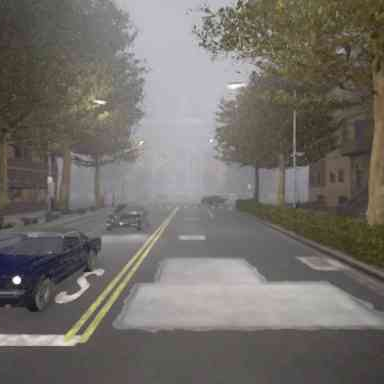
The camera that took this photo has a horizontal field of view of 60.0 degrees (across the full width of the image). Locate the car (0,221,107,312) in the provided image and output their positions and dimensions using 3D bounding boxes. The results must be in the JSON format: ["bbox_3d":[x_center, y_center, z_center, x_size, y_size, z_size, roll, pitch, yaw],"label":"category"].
[{"bbox_3d":[-3.624,1.542,7.708,1.895,1.301,4.718,0,0,1],"label":"car"}]

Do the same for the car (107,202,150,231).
[{"bbox_3d":[-3.591,1.360,19.299,1.837,1.490,4.892,0,0,0],"label":"car"}]

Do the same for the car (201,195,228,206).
[{"bbox_3d":[3.178,1.159,45.845,1.837,1.490,4.892,-1,0,38],"label":"car"}]
